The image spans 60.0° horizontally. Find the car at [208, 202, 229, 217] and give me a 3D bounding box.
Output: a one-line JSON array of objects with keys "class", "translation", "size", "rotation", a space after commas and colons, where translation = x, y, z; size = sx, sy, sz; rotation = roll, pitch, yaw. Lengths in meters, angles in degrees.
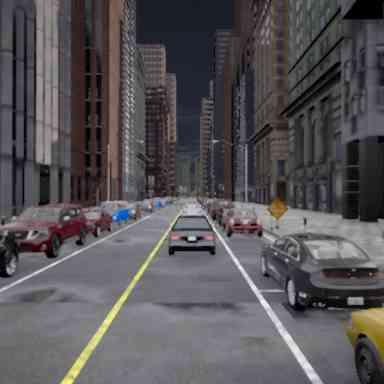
[{"class": "car", "translation": [2.766, 1.877, 35.978], "size": [1.887, 1.381, 4.507], "rotation": [0, -1, 0]}]

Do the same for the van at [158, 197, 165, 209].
[{"class": "van", "translation": [-5.757, 1.830, 52.881], "size": [1.690, 1.788, 3.998], "rotation": [0, -1, 0]}]

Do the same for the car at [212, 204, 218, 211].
[{"class": "car", "translation": [2.764, 1.794, 24.705], "size": [1.947, 1.339, 4.313], "rotation": [0, -1, 0]}]

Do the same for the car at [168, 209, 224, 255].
[{"class": "car", "translation": [0.003, 1.677, 13.976], "size": [2.033, 1.411, 5.357], "rotation": [0, 0, 0]}]

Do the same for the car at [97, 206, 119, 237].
[{"class": "car", "translation": [-5.762, 1.721, 19.061], "size": [1.887, 1.381, 4.507], "rotation": [0, -1, 0]}]

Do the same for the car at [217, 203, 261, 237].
[{"class": "car", "translation": [2.763, 1.617, 19.069], "size": [1.967, 1.590, 4.097], "rotation": [0, -1, 0]}]

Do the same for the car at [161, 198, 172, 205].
[{"class": "car", "translation": [-5.753, 2.144, 75.425], "size": [1.967, 1.590, 4.097], "rotation": [0, -1, 0]}]

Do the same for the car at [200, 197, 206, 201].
[{"class": "car", "translation": [2.769, 1.929, 52.886], "size": [1.967, 1.590, 4.097], "rotation": [0, -1, 0]}]

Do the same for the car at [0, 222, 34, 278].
[{"class": "car", "translation": [-5.763, 1.639, 7.787], "size": [1.947, 1.339, 4.313], "rotation": [0, -1, 0]}]

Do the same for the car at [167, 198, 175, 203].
[{"class": "car", "translation": [-5.749, 2.434, 92.333], "size": [1.947, 1.339, 4.313], "rotation": [0, -1, 0]}]

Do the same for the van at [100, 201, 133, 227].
[{"class": "van", "translation": [-5.761, 1.570, 24.699], "size": [1.690, 1.788, 3.998], "rotation": [0, -1, 0]}]

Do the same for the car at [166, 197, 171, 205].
[{"class": "car", "translation": [-5.754, 2.146, 64.151], "size": [2.008, 1.369, 4.403], "rotation": [0, -1, 0]}]

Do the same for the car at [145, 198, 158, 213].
[{"class": "car", "translation": [-5.758, 1.825, 41.608], "size": [1.967, 1.590, 4.097], "rotation": [0, -1, 0]}]

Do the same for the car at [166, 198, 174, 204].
[{"class": "car", "translation": [-5.750, 2.379, 86.697], "size": [1.947, 1.339, 4.313], "rotation": [0, -1, 0]}]

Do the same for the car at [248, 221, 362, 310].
[{"class": "car", "translation": [2.761, 1.623, 7.797], "size": [2.008, 1.369, 4.403], "rotation": [0, -1, 0]}]

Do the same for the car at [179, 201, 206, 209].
[{"class": "car", "translation": [0.009, 1.797, 29.356], "size": [1.812, 1.442, 4.674], "rotation": [0, 0, 0]}]

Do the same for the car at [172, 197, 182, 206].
[{"class": "car", "translation": [-2.988, 2.254, 70.960], "size": [1.895, 1.301, 4.718], "rotation": [0, -1, 0]}]

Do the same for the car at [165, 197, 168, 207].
[{"class": "car", "translation": [-5.755, 2.065, 58.346], "size": [1.752, 1.417, 4.829], "rotation": [0, -1, 0]}]

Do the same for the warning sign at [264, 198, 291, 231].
[{"class": "warning sign", "translation": [5.074, 1.298, 19.766], "size": [1.300, 1.860, 1.060], "rotation": [0, 0, 0]}]

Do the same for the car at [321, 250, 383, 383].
[{"class": "car", "translation": [2.760, 1.548, 2.331], "size": [1.752, 1.417, 4.829], "rotation": [0, -1, 0]}]

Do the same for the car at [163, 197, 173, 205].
[{"class": "car", "translation": [-5.752, 2.074, 81.063], "size": [2.192, 1.841, 5.009], "rotation": [0, -1, 0]}]

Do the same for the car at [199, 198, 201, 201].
[{"class": "car", "translation": [2.771, 2.161, 64.157], "size": [1.947, 1.339, 4.313], "rotation": [0, -1, 0]}]

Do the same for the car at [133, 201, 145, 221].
[{"class": "car", "translation": [-5.760, 1.721, 30.335], "size": [1.967, 1.590, 4.097], "rotation": [0, -1, 0]}]

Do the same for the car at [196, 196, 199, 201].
[{"class": "car", "translation": [2.776, 2.450, 92.337], "size": [1.802, 1.307, 4.206], "rotation": [0, -1, 0]}]

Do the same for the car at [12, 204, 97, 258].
[{"class": "car", "translation": [-5.763, 1.440, 13.426], "size": [2.192, 1.841, 5.009], "rotation": [0, -1, 0]}]

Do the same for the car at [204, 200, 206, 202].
[{"class": "car", "translation": [2.767, 1.950, 41.613], "size": [1.947, 1.339, 4.313], "rotation": [0, -1, 0]}]

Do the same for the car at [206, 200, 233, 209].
[{"class": "car", "translation": [2.764, 1.595, 30.344], "size": [2.192, 1.841, 5.009], "rotation": [0, -1, 0]}]

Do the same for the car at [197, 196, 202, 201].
[{"class": "car", "translation": [2.774, 2.340, 81.065], "size": [1.802, 1.307, 4.206], "rotation": [0, -1, 0]}]
